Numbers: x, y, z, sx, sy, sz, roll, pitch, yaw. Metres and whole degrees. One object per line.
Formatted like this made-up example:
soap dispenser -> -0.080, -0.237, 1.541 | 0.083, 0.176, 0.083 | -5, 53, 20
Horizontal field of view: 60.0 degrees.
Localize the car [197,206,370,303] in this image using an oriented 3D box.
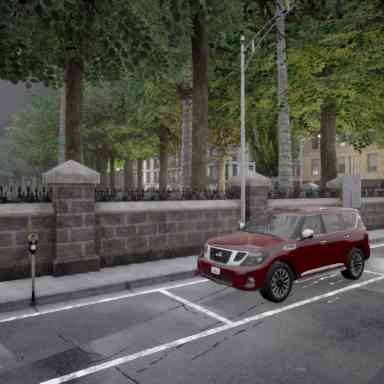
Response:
car -> 2.523, 1.314, 8.391 | 5.009, 1.841, 2.192 | 0, 0, -36
